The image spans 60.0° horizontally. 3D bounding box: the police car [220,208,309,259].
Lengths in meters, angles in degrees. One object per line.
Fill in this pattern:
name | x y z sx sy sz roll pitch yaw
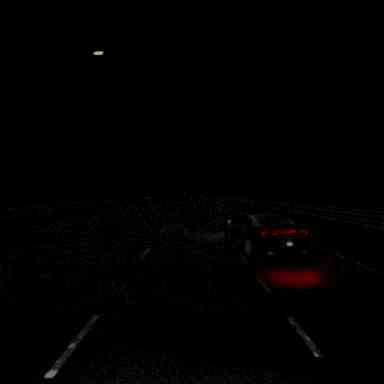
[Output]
police car | 2.536 1.467 13.055 1.930 1.638 5.238 0 -1 -12
